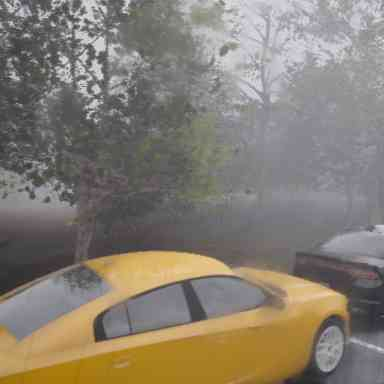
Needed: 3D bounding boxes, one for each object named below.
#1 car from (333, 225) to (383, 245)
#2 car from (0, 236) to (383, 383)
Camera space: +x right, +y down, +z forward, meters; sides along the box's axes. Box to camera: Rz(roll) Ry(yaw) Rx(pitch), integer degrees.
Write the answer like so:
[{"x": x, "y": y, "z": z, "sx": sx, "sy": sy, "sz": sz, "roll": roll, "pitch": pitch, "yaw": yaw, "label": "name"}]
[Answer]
[{"x": 4.357, "y": 1.454, "z": 7.159, "sx": 5.008, "sy": 1.535, "sz": 2.097, "roll": -1, "pitch": 1, "yaw": -33, "label": "car"}, {"x": -0.164, "y": 1.473, "z": 3.921, "sx": 5.008, "sy": 1.535, "sz": 2.097, "roll": 0, "pitch": 1, "yaw": -33, "label": "car"}]
